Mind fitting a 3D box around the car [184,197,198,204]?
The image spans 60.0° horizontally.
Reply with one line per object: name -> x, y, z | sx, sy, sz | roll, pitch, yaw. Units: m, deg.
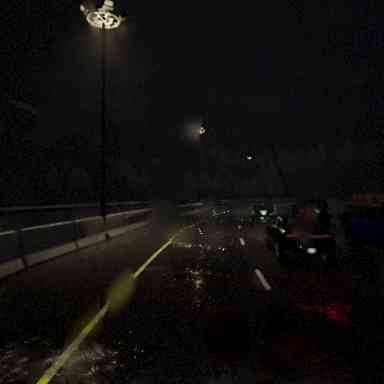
car -> 0.765, 2.336, 70.103 | 1.895, 1.301, 4.718 | 0, -1, 23

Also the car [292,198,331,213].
car -> 8.987, 1.495, 25.367 | 2.150, 2.045, 5.566 | 0, 0, 10

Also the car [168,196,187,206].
car -> -2.335, 1.984, 71.754 | 2.150, 2.045, 5.566 | 0, -1, 23

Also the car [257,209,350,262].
car -> 3.945, 1.629, 12.762 | 2.128, 1.511, 4.902 | 0, 0, 5

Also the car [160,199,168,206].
car -> -5.417, 2.276, 73.423 | 1.837, 1.490, 4.892 | 0, -1, 23

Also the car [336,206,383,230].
car -> 12.431, 1.811, 24.746 | 2.033, 1.411, 5.357 | 0, -1, 10

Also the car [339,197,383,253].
car -> 7.341, 1.349, 11.624 | 2.150, 2.045, 5.566 | 0, 0, 5

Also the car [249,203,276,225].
car -> 5.701, 1.635, 26.743 | 2.097, 1.767, 4.553 | 0, -1, 11

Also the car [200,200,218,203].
car -> 3.887, 2.265, 68.522 | 2.033, 1.411, 5.357 | 0, -1, 23
